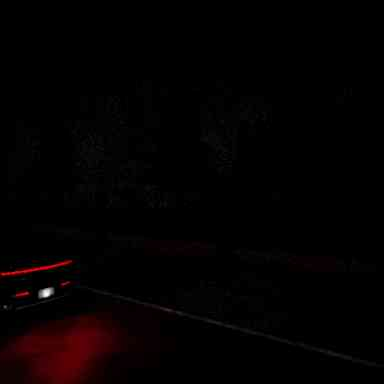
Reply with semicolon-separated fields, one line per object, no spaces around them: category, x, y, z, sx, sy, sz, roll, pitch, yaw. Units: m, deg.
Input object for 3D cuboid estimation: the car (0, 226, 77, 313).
car;-4.512;1.508;7.210;4.892;1.490;1.837;0;0;35
